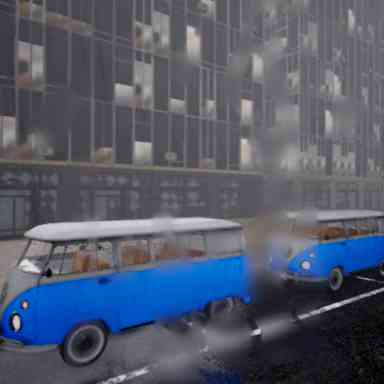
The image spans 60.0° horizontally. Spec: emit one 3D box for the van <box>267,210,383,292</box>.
[{"bbox_3d":[3.746,1.380,8.744,3.998,1.788,1.690,0,0,-35],"label":"van"}]

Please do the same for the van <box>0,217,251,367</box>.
[{"bbox_3d":[-0.853,1.352,5.487,3.998,1.788,1.690,0,0,-35],"label":"van"}]
